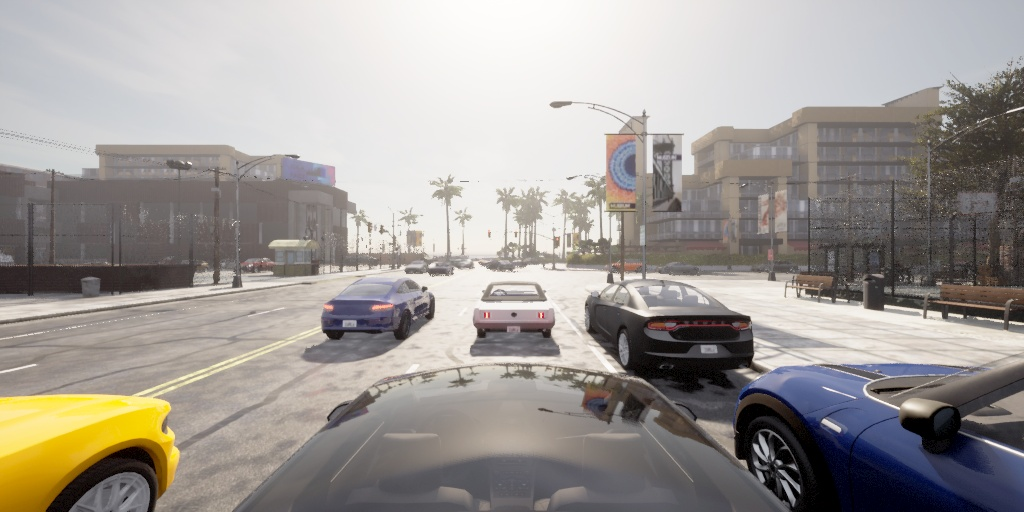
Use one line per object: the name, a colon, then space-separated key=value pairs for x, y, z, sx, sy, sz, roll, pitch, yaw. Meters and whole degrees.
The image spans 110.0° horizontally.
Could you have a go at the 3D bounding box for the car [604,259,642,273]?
car: x=13.135 y=1.101 z=42.108 sx=4.553 sy=1.767 sz=2.097 roll=0 pitch=0 yaw=2

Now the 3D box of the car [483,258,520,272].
car: x=-1.465 y=1.297 z=47.032 sx=2.033 sy=1.411 sz=5.357 roll=0 pitch=0 yaw=-29

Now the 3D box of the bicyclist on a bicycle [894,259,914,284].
bicyclist on a bicycle: x=26.068 y=1.050 z=24.063 sx=0.582 sy=1.620 sz=1.656 roll=0 pitch=0 yaw=-1

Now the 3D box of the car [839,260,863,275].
car: x=36.673 y=1.227 z=38.615 sx=5.008 sy=1.535 sz=1.882 roll=0 pitch=0 yaw=0

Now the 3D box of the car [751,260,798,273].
car: x=30.746 y=1.254 z=42.079 sx=4.892 sy=1.490 sz=1.837 roll=0 pitch=0 yaw=0

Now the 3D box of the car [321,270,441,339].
car: x=-3.441 y=1.276 z=9.938 sx=1.812 sy=1.442 sz=4.674 roll=0 pitch=0 yaw=0

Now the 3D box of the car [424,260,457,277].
car: x=-7.104 y=1.351 z=36.257 sx=1.895 sy=1.301 sz=4.718 roll=0 pitch=0 yaw=0

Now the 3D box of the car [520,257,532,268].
car: x=1.372 y=1.297 z=62.301 sx=2.033 sy=1.411 sz=5.357 roll=0 pitch=0 yaw=17

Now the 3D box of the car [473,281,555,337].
car: x=0.061 y=1.351 z=10.233 sx=1.895 sy=1.301 sz=4.718 roll=0 pitch=0 yaw=0

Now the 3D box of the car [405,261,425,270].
car: x=-10.595 y=1.297 z=40.710 sx=2.033 sy=1.411 sz=5.357 roll=0 pitch=0 yaw=0

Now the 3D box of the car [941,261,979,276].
car: x=45.165 y=1.241 z=35.124 sx=4.902 sy=1.511 sz=2.128 roll=0 pitch=0 yaw=-1

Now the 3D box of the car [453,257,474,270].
car: x=-6.835 y=1.242 z=53.341 sx=2.128 sy=1.511 sz=4.902 roll=0 pitch=0 yaw=3

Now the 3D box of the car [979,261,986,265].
car: x=45.198 y=1.241 z=31.624 sx=4.902 sy=1.511 sz=2.128 roll=0 pitch=0 yaw=-1

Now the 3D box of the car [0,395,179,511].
car: x=-3.402 y=1.228 z=0.582 sx=1.882 sy=1.535 sz=5.008 roll=0 pitch=0 yaw=-1

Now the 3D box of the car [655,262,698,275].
car: x=17.621 y=1.314 z=38.481 sx=4.181 sy=1.385 sz=1.994 roll=0 pitch=0 yaw=0

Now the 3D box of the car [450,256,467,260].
car: x=-9.326 y=0.968 z=62.266 sx=2.150 sy=2.045 sz=5.566 roll=0 pitch=0 yaw=14
